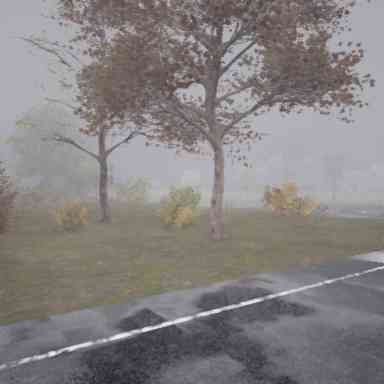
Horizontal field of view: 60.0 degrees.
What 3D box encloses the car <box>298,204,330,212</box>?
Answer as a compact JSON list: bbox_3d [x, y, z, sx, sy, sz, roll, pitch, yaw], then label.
[{"bbox_3d":[13.401,1.598,38.444,1.895,1.301,4.718,0,1,-35],"label":"car"}]
